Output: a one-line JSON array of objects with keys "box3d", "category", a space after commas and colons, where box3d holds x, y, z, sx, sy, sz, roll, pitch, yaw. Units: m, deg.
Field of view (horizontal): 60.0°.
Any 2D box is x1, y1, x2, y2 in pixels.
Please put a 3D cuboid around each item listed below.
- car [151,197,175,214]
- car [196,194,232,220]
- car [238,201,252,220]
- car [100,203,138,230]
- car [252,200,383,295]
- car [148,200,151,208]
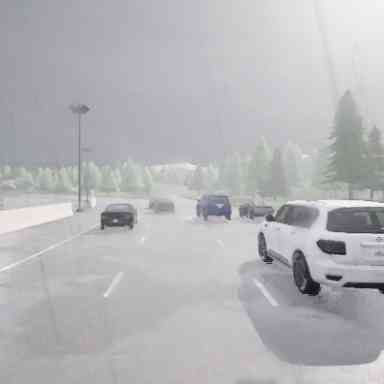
[{"box3d": [-2.993, 1.462, 35.492, 1.882, 1.535, 5.008, 0, 0, -9], "category": "car"}, {"box3d": [1.741, 1.211, 27.718, 2.150, 2.045, 5.566, 0, 0, -7], "category": "car"}, {"box3d": [5.251, 1.479, 27.740, 2.128, 1.511, 4.902, 0, 0, -7], "category": "car"}, {"box3d": [-4.568, 1.468, 21.261, 1.882, 1.535, 5.008, 0, 0, -5], "category": "car"}, {"box3d": [3.369, 1.217, 8.860, 2.150, 2.045, 5.566, 0, 0, -2], "category": "car"}, {"box3d": [-4.736, 1.486, 44.665, 1.837, 1.490, 4.892, 0, 0, -13], "category": "car"}]
